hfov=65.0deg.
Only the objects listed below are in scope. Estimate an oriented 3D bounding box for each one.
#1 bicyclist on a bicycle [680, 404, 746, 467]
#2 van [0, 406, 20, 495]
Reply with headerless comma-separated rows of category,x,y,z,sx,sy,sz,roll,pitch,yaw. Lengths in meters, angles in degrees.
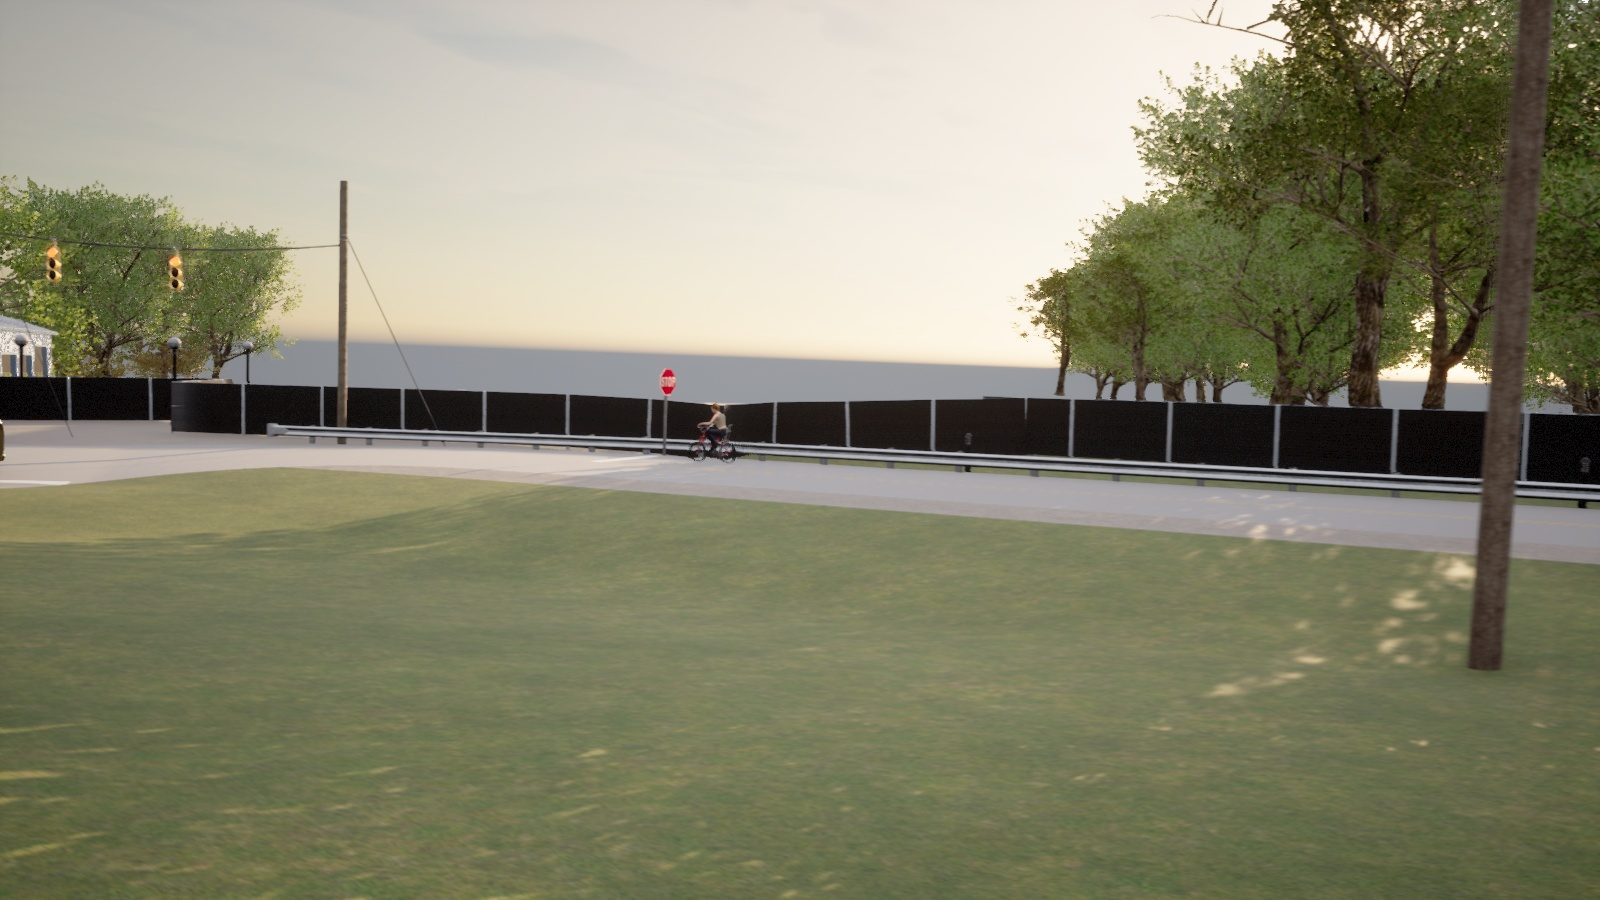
bicyclist on a bicycle,-2.328,-0.398,33.551,1.509,1.612,0.866,2,4,30
van,-19.664,0.046,27.580,2.069,2.038,4.480,1,2,4
